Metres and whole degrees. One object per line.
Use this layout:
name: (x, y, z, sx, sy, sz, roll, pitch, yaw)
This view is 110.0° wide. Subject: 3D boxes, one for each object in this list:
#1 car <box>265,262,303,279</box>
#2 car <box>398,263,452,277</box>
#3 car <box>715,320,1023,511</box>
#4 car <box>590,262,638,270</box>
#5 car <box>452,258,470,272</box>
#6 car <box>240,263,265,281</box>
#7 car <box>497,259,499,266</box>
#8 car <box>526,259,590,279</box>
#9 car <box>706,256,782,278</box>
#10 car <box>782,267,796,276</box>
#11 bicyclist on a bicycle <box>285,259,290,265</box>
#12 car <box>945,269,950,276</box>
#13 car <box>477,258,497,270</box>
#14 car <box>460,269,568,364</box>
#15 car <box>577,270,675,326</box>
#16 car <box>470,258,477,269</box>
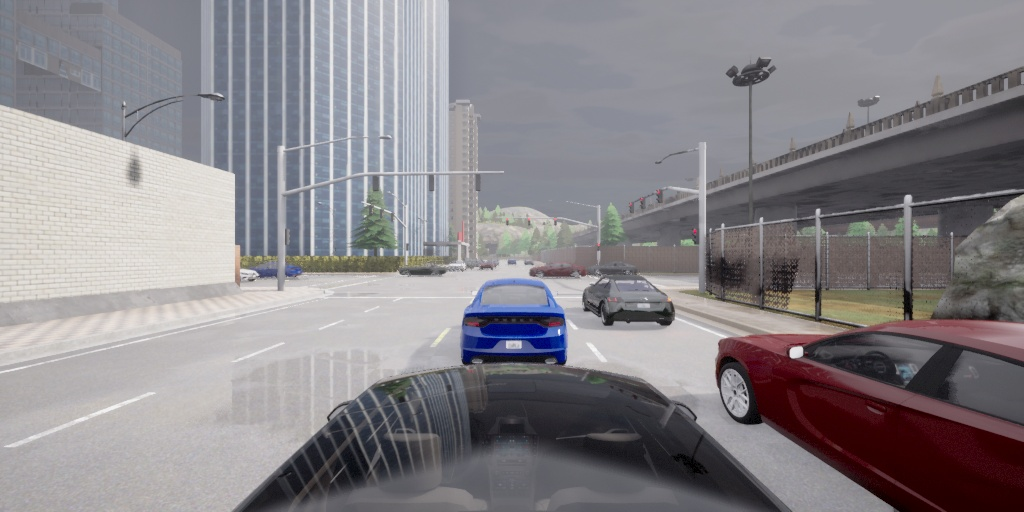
car: (-21.406, 1.283, 31.900, 5.008, 1.535, 1.882, 0, 0, 0)
car: (-8.697, 1.386, 35.427, 4.718, 1.301, 1.895, 0, 0, 0)
car: (3.601, 1.228, 2.715, 1.882, 1.535, 5.008, 0, 0, 0)
car: (10.026, 1.305, 36.020, 4.892, 1.490, 1.837, 0, 1, 8)
car: (-7.086, 1.276, 47.271, 1.812, 1.442, 4.674, 0, 0, 0)
car: (-22.634, 1.331, 28.218, 4.674, 1.442, 1.812, 0, 0, 0)
car: (-3.566, 1.351, 61.058, 1.895, 1.301, 4.718, 0, 0, 0)
car: (4.064, 1.251, 31.952, 5.008, 1.535, 1.882, 0, 0, 0)
car: (20.258, 1.025, 31.980, 5.566, 2.045, 2.150, 0, 0, 0)
car: (25.489, 1.369, 35.492, 4.181, 1.385, 1.994, 0, 0, 0)
bicyclist on a bicycle: (-25.296, 1.106, 40.175, 0.582, 1.620, 1.656, 0, 0, 0)
car: (41.927, 1.406, 31.999, 4.718, 1.301, 1.895, 0, 0, 0)
car: (-3.579, 1.351, 51.894, 1.895, 1.301, 4.718, 0, 0, 0)
car: (0.053, 1.228, 8.049, 1.882, 1.535, 5.008, 0, 0, 1)
car: (3.576, 1.314, 11.709, 1.994, 1.385, 4.181, 0, 0, 0)
car: (-7.078, 1.102, 56.136, 2.097, 1.767, 4.553, 0, 0, 0)
